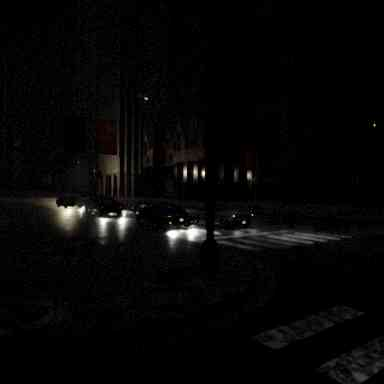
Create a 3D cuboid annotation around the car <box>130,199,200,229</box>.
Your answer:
[{"bbox_3d":[-1.728,1.330,19.900,1.994,1.385,4.181,0,1,-35],"label":"car"}]

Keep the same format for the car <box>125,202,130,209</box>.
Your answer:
[{"bbox_3d":[-3.600,1.278,28.229,1.895,1.301,4.718,0,1,-35],"label":"car"}]

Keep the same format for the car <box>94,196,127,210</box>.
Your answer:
[{"bbox_3d":[-8.826,1.164,35.692,1.895,1.301,4.718,0,1,-35],"label":"car"}]

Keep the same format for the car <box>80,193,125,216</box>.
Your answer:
[{"bbox_3d":[-7.589,1.114,28.258,1.882,1.535,5.008,0,1,-35],"label":"car"}]

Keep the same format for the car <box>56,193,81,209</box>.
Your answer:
[{"bbox_3d":[-13.666,1.050,36.928,2.033,1.411,5.357,0,1,-35],"label":"car"}]

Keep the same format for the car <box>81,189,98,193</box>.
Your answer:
[{"bbox_3d":[-19.256,0.459,62.207,2.150,2.045,5.566,0,0,-35],"label":"car"}]

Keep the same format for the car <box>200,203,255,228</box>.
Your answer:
[{"bbox_3d":[1.678,1.396,20.731,1.895,1.301,4.718,0,1,-36],"label":"car"}]
